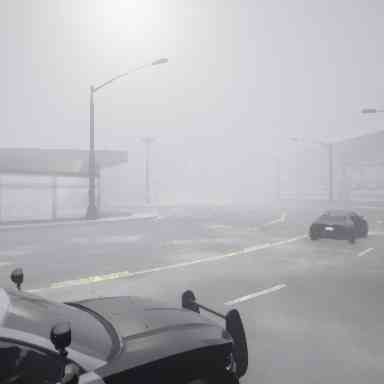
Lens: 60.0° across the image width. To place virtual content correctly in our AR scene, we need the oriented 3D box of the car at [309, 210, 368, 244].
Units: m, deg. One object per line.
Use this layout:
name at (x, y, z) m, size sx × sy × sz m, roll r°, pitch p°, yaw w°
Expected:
car at (7.180, 1.573, 16.113) m, size 1.994 × 1.385 × 4.181 m, roll 0°, pitch 0°, yaw 36°

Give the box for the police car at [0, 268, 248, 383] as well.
police car at (-1.760, 1.424, 2.485) m, size 5.238 × 1.638 × 1.930 m, roll 0°, pitch 0°, yaw -36°
